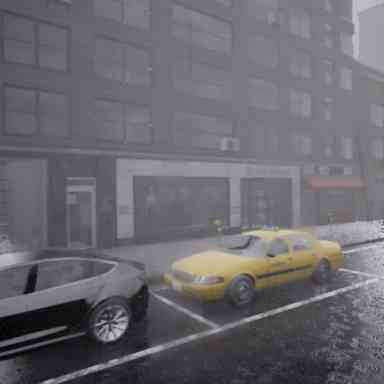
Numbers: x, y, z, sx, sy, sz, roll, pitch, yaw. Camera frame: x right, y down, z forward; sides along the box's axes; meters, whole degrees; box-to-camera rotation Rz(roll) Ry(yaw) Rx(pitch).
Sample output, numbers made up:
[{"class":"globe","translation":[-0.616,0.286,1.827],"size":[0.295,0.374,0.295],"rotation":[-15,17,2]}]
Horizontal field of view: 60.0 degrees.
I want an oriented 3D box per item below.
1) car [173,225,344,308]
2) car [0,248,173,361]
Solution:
[{"class":"car","translation":[1.675,1.504,7.854],"size":[4.829,1.417,1.752],"rotation":[0,-1,-35]},{"class":"car","translation":[-2.670,1.564,4.756],"size":[4.313,1.339,1.947],"rotation":[0,-1,-35]}]
